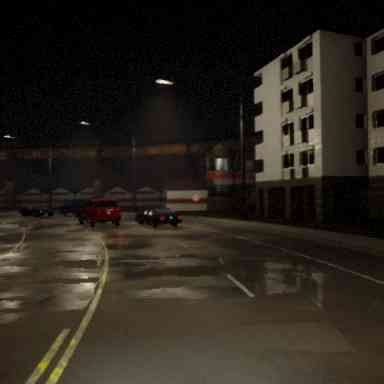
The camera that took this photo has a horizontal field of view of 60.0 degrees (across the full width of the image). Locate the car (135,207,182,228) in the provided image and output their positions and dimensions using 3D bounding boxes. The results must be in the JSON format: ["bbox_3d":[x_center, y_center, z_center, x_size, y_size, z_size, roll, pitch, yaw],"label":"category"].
[{"bbox_3d":[-2.590,1.821,24.808,2.033,1.411,5.357,-1,-1,-28],"label":"car"}]

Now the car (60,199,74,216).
[{"bbox_3d":[-13.138,1.775,38.397,5.566,2.045,2.150,-1,-1,42],"label":"car"}]

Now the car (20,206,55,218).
[{"bbox_3d":[-17.494,2.207,37.444,4.718,1.301,1.895,-1,-1,39],"label":"car"}]

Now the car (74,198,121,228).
[{"bbox_3d":[-7.278,1.574,25.909,2.150,2.045,5.566,0,0,-31],"label":"car"}]
